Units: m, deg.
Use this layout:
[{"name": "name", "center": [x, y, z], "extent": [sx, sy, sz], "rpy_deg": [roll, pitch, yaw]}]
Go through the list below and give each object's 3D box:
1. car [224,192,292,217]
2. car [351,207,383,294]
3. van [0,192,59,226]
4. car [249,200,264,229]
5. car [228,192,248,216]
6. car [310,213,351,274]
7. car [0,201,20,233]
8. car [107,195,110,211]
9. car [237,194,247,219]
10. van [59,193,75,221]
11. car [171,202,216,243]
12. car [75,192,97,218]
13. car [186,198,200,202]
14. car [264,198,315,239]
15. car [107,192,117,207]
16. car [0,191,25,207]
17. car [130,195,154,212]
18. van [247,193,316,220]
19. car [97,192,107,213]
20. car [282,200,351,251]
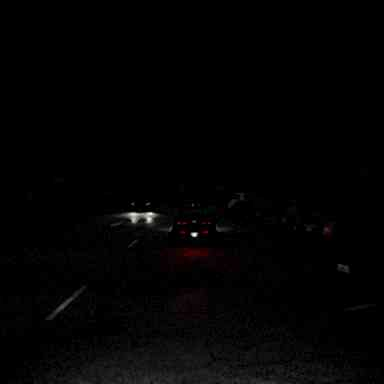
[{"name": "car", "center": [5.961, 1.083, 30.047], "extent": [5.566, 2.045, 2.435], "rpy_deg": [1, 0, -20]}, {"name": "car", "center": [5.974, 1.206, 5.863], "extent": [5.566, 2.045, 2.435], "rpy_deg": [1, 0, -20]}, {"name": "van", "center": [-11.119, 1.155, 21.278], "extent": [4.442, 1.987, 1.878], "rpy_deg": [-1, 1, -20]}, {"name": "car", "center": [5.948, 1.398, 17.940], "extent": [4.892, 1.521, 2.231], "rpy_deg": [1, 1, -20]}, {"name": "car", "center": [5.921, 1.098, 26.987], "extent": [5.566, 2.045, 2.435], "rpy_deg": [1, 1, -20]}, {"name": "car", "center": [5.912, 1.472, 8.866], "extent": [4.792, 1.488, 2.163], "rpy_deg": [1, 1, -20]}, {"name": "car", "center": [-11.004, 1.410, 15.412], "extent": [4.892, 1.521, 2.231], "rpy_deg": [-1, 1, -20]}, {"name": "car", "center": [-10.993, 1.346, 33.182], "extent": [4.792, 1.488, 2.163], "rpy_deg": [-1, 0, -20]}, {"name": "car", "center": [5.974, 1.240, 23.989], "extent": [4.553, 1.767, 2.185], "rpy_deg": [1, 1, -20]}, {"name": "van", "center": [-11.119, 1.140, 24.237], "extent": [4.442, 1.987, 1.878], "rpy_deg": [-1, 1, -20]}, {"name": "car", "center": [0.095, 1.426, 15.693], "extent": [1.837, 1.490, 4.892], "rpy_deg": [0, 0, 0]}, {"name": "car", "center": [-10.988, 1.096, 27.255], "extent": [5.566, 2.045, 2.435], "rpy_deg": [-1, 0, -20]}, {"name": "car", "center": [0.084, 1.365, 35.501], "extent": [2.033, 1.411, 5.357], "rpy_deg": [0, 0, 0]}, {"name": "car", "center": [5.905, 1.286, 14.918], "extent": [4.553, 1.767, 2.185], "rpy_deg": [1, 0, -20]}, {"name": "car", "center": [-11.035, 1.051, 36.098], "extent": [5.566, 2.045, 2.435], "rpy_deg": [-1, 1, -20]}, {"name": "car", "center": [-26.696, 0.982, 49.461], "extent": [2.435, 2.045, 5.566], "rpy_deg": [0, 1, -19]}, {"name": "car", "center": [-5.189, 1.172, 35.127], "extent": [2.097, 1.767, 4.553], "rpy_deg": [0, 0, -1]}, {"name": "van", "center": [6.051, 1.157, 21.006], "extent": [4.442, 1.987, 1.878], "rpy_deg": [1, 0, -20]}, {"name": "car", "center": [-10.988, 1.081, 30.214], "extent": [5.566, 2.045, 2.435], "rpy_deg": [-1, 0, -20]}, {"name": "car", "center": [5.914, 1.301, 11.889], "extent": [4.553, 1.767, 2.185], "rpy_deg": [1, 0, -20]}]
